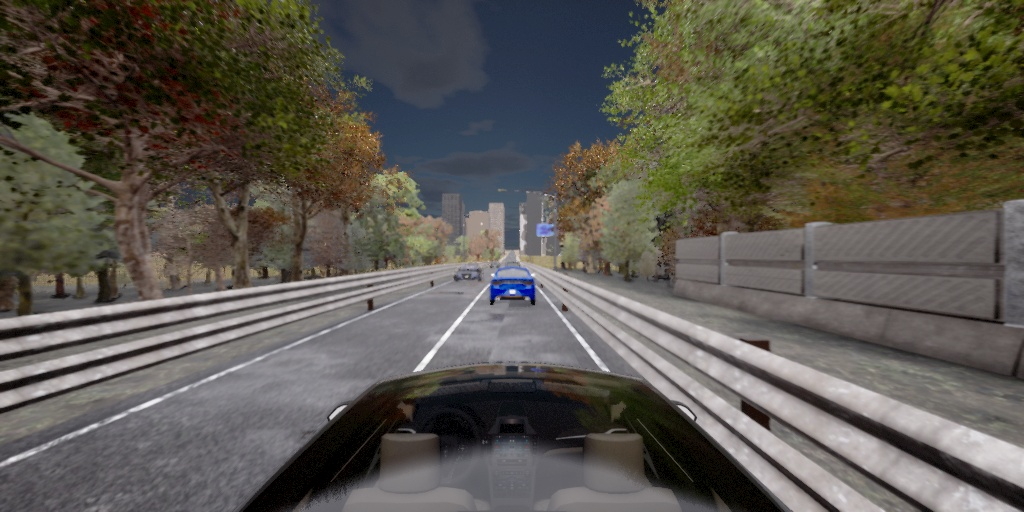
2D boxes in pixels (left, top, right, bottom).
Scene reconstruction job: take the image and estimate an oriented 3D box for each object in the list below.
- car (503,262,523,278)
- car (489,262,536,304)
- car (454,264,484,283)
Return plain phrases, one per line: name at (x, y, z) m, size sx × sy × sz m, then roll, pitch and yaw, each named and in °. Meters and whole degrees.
car at (0.095, 1.346, 36.050) m, size 1.837 × 1.490 × 4.892 m, roll 0°, pitch 0°, yaw 0°
car at (0.043, 1.208, 16.173) m, size 1.882 × 1.535 × 5.008 m, roll 0°, pitch 0°, yaw 1°
car at (-3.335, 1.344, 28.374) m, size 1.994 × 1.385 × 4.181 m, roll 0°, pitch 0°, yaw 0°
